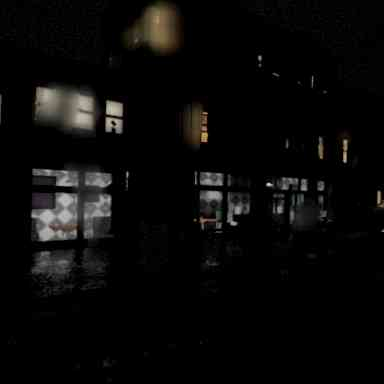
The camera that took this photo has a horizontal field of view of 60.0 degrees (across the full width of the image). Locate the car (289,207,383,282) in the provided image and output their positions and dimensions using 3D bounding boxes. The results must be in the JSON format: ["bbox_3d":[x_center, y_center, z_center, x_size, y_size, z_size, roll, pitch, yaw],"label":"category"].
[{"bbox_3d":[5.216,1.411,10.259,5.009,1.841,2.192,1,1,-35],"label":"car"}]
